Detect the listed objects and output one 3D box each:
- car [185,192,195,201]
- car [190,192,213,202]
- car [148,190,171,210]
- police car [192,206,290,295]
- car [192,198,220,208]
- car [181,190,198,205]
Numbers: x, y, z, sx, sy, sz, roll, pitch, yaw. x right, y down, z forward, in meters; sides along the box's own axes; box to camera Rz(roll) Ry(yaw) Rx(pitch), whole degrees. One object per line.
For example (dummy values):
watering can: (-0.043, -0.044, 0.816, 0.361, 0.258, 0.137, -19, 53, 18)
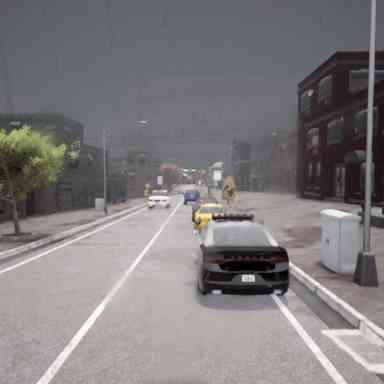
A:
car: (-0.328, 0.783, 59.354, 1.812, 1.442, 4.674, 0, 1, 0)
car: (1.055, 1.159, 24.657, 2.097, 1.767, 4.553, 0, 1, 0)
car: (-3.588, 0.832, 37.117, 2.150, 2.045, 5.566, 0, 1, 0)
police car: (1.052, 1.393, 8.791, 1.930, 1.638, 5.238, 0, 0, 0)
car: (1.055, 1.337, 18.875, 1.801, 1.575, 5.366, 0, 1, 0)
car: (0.028, 0.689, 45.853, 2.150, 2.045, 5.566, 0, 1, 0)
